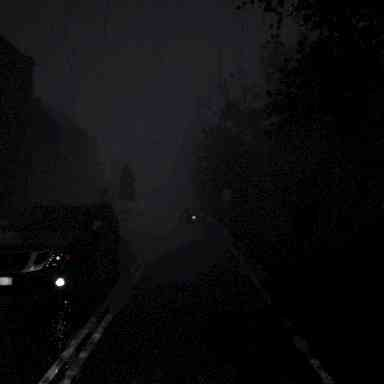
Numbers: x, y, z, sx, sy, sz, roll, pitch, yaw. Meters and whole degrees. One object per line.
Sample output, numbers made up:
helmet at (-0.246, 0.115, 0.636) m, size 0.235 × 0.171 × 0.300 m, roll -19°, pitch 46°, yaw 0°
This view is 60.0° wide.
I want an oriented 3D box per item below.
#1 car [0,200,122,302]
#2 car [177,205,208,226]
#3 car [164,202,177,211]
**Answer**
car at (-3.343, 1.250, 8.699) m, size 2.150 × 2.045 × 5.566 m, roll 0°, pitch 0°, yaw 0°
car at (0.137, 1.730, 24.617) m, size 1.994 × 1.385 × 4.181 m, roll 0°, pitch -1°, yaw 0°
car at (-3.183, 2.188, 51.110) m, size 1.994 × 1.385 × 4.181 m, roll 0°, pitch -1°, yaw 1°
